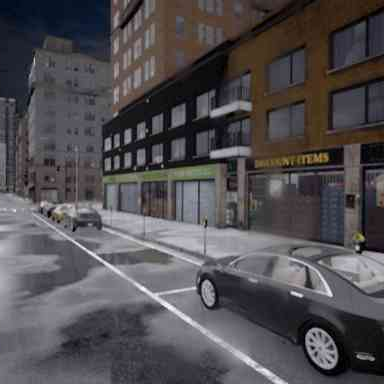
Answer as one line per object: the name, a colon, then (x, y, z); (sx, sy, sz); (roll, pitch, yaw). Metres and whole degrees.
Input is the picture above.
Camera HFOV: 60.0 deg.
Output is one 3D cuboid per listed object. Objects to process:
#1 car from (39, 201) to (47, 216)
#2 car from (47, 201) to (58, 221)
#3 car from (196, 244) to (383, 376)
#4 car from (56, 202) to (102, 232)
car: (-12.225, 1.556, 29.808); (1.947, 1.339, 4.313); (-1, 0, -30)
car: (-9.533, 1.519, 25.109); (1.752, 1.417, 4.829); (-1, 0, -30)
car: (1.662, 1.552, 5.576); (2.008, 1.369, 4.403); (-1, 0, -30)
car: (-6.670, 1.547, 20.115); (2.008, 1.369, 4.403); (-1, 0, -30)
